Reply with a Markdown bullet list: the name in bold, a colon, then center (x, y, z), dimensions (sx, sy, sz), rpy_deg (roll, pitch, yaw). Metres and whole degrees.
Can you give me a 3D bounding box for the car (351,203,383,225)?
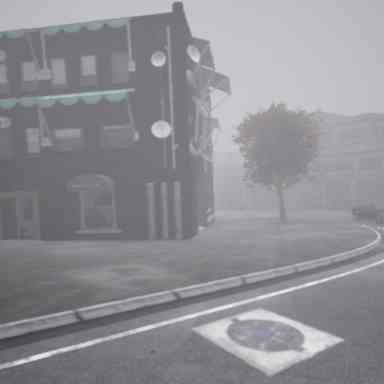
- **car**: center (14.142, 1.606, 25.452), dimensions (2.128, 1.511, 4.902), rpy_deg (-2, -1, -3)
